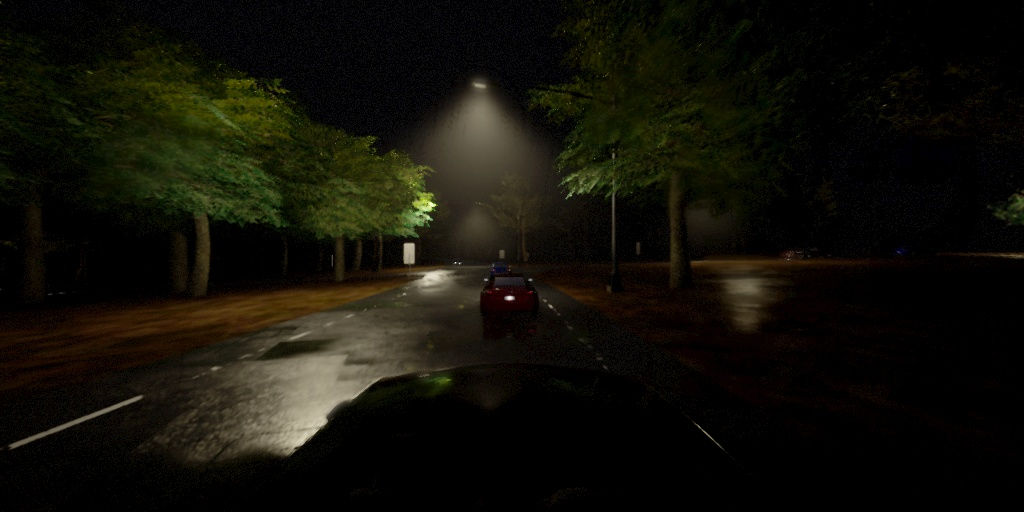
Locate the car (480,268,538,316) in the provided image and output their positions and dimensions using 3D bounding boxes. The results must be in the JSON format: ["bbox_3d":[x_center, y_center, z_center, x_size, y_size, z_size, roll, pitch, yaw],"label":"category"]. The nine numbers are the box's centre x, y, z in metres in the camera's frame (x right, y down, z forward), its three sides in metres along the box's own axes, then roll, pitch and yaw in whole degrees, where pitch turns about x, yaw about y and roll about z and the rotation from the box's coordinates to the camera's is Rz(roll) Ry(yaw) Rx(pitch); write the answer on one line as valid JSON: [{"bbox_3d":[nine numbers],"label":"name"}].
[{"bbox_3d":[-0.133,1.315,13.497,1.994,1.385,4.181,0,0,-2],"label":"car"}]

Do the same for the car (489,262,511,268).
[{"bbox_3d":[-1.025,1.259,31.054,1.812,1.442,4.674,0,0,-3],"label":"car"}]

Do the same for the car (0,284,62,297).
[{"bbox_3d":[-51.302,3.478,38.240,4.181,1.385,1.994,-3,0,-12],"label":"car"}]
